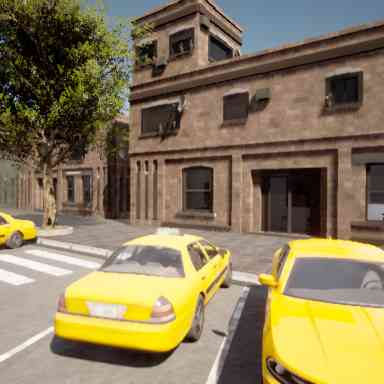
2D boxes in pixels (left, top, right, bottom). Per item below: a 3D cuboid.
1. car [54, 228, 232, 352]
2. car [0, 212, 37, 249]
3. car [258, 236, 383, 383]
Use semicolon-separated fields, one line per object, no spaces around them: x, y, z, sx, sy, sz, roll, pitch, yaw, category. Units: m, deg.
-0.372;1.472;6.581;1.946;1.575;5.366;1;0;16;car
-7.805;1.357;11.463;1.946;1.575;5.366;1;0;16;car
2.036;1.482;4.674;2.097;1.535;5.008;1;0;15;car
